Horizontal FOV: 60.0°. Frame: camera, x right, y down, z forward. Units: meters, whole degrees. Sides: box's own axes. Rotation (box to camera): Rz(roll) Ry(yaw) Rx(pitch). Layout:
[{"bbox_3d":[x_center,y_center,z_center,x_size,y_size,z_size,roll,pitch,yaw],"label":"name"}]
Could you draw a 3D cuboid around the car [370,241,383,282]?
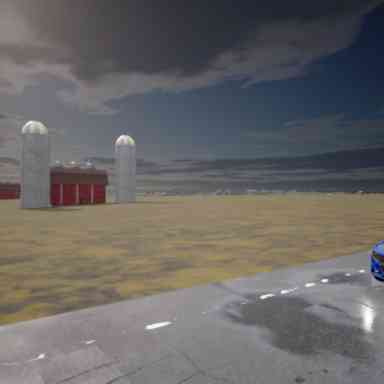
[{"bbox_3d":[6.591,1.477,8.639,5.008,1.535,1.882,0,0,-35],"label":"car"}]
